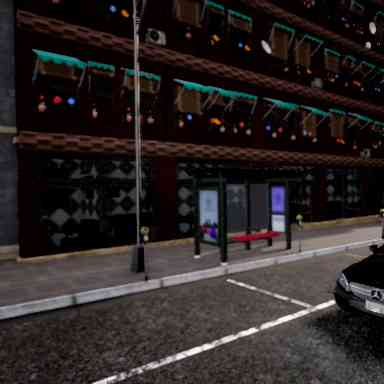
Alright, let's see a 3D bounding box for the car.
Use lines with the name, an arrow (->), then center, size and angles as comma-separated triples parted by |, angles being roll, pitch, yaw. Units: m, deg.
car -> 4.676, 1.473, 6.396 | 4.674, 1.442, 1.812 | -1, 0, -35
